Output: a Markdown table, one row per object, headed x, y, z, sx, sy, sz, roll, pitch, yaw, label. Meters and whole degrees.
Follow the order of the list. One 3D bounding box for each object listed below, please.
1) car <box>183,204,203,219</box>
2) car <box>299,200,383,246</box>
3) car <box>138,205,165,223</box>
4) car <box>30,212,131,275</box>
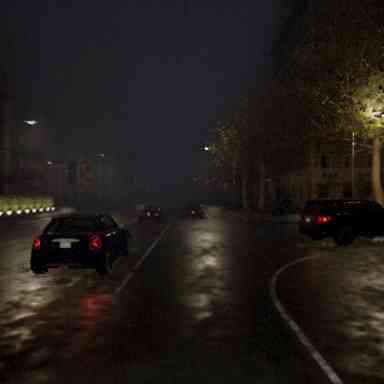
| x | y | z | sx | sy | sz | roll | pitch | yaw | label |
| --- | --- | --- | --- | --- | --- | --- | --- | --- | --- |
| 0.101 | 1.906 | 33.181 | 1.994 | 1.385 | 4.181 | 0 | -1 | 0 | car |
| 7.905 | 1.387 | 16.061 | 5.566 | 2.045 | 2.150 | 0 | -2 | -17 | car |
| -3.399 | 1.842 | 28.594 | 2.033 | 1.411 | 5.357 | 0 | -1 | 0 | car |
| -3.405 | 1.466 | 11.066 | 2.097 | 1.767 | 4.553 | 0 | -1 | 0 | car |
